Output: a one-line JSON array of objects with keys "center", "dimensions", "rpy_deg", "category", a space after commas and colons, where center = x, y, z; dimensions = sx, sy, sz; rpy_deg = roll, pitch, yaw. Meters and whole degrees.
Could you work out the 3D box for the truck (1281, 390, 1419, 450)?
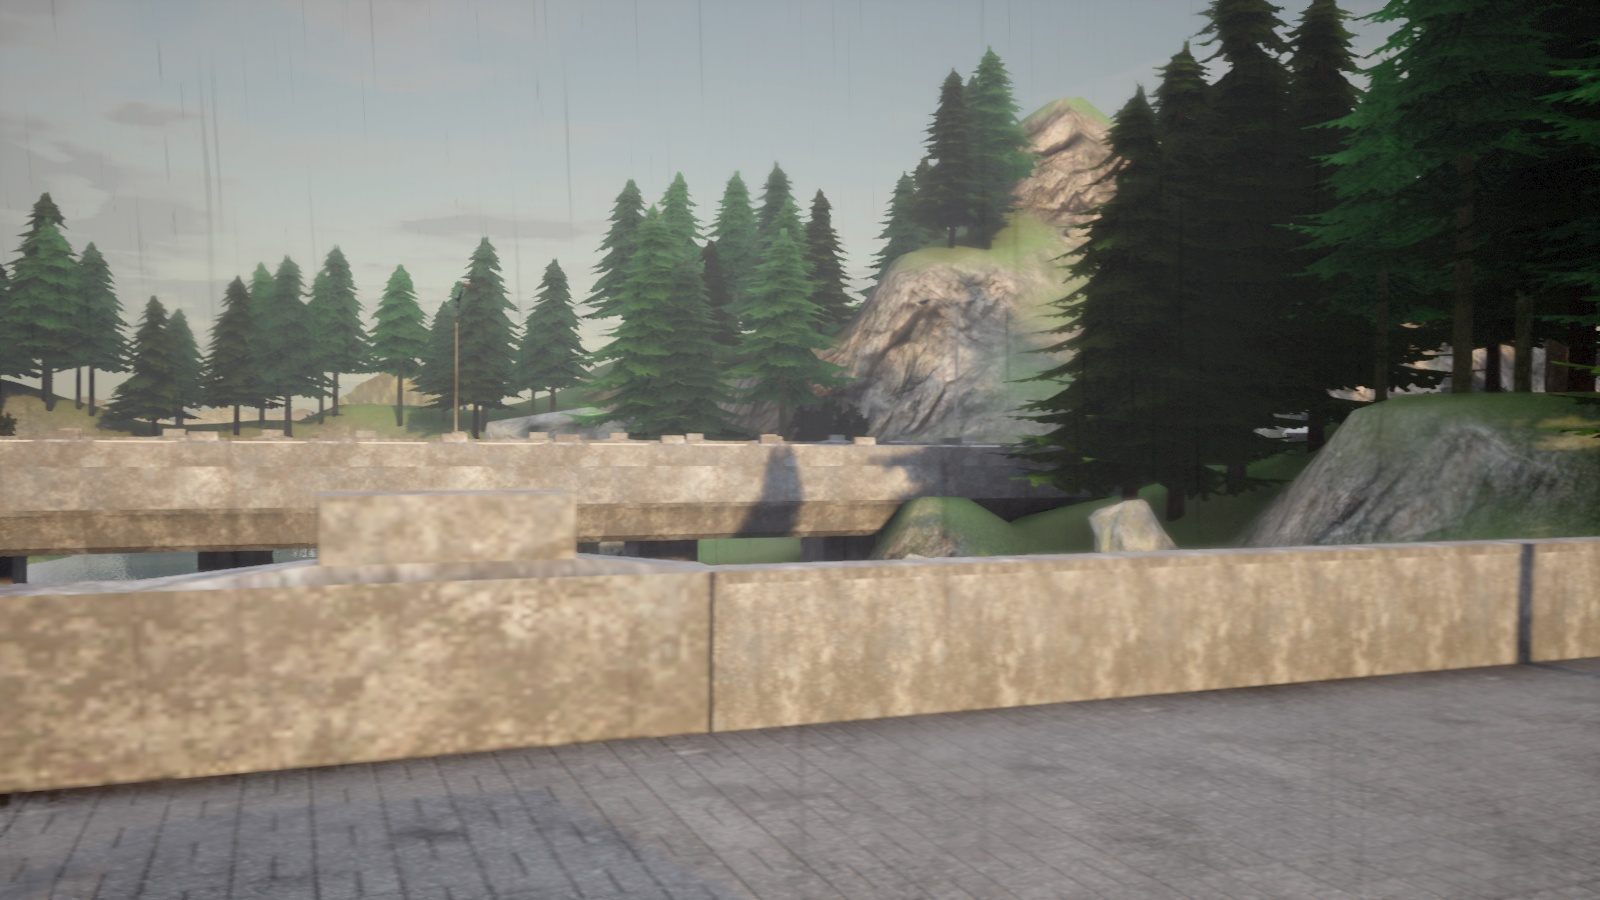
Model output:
[{"center": [32.957, -1.791, 75.225], "dimensions": [7.936, 3.462, 2.891], "rpy_deg": [-1, 1, -22], "category": "truck"}]
